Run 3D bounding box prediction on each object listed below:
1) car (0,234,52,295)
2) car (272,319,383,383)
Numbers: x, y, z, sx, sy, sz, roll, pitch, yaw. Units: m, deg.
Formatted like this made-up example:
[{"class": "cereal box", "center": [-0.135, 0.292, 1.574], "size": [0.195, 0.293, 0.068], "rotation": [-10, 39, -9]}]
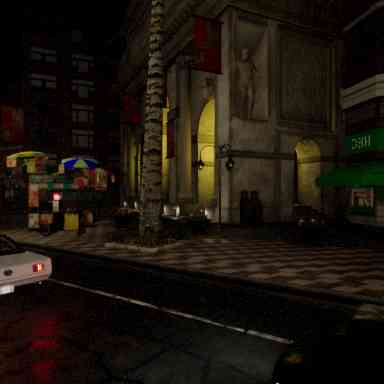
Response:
[{"class": "car", "center": [-5.393, 1.601, 7.711], "size": [4.718, 1.301, 1.895], "rotation": [0, 0, 35]}, {"class": "car", "center": [2.846, 1.506, 1.783], "size": [4.892, 1.490, 1.837], "rotation": [0, 0, 37]}]
